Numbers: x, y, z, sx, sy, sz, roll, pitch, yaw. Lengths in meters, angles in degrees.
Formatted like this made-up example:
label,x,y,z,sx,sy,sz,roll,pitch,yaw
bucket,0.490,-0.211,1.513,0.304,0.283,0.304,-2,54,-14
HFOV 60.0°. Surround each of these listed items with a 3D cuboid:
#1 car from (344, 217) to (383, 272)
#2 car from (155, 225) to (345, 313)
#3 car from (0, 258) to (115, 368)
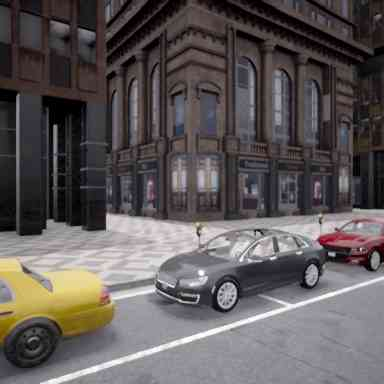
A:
label,x,y,z,sx,sy,sz,roll,pitch,yaw
car,5.827,1.541,10.817,4.507,1.381,1.887,0,0,-36
car,1.261,1.549,7.553,4.403,1.369,2.008,0,0,-36
car,-3.453,1.526,4.184,4.829,1.417,1.752,0,0,-36
